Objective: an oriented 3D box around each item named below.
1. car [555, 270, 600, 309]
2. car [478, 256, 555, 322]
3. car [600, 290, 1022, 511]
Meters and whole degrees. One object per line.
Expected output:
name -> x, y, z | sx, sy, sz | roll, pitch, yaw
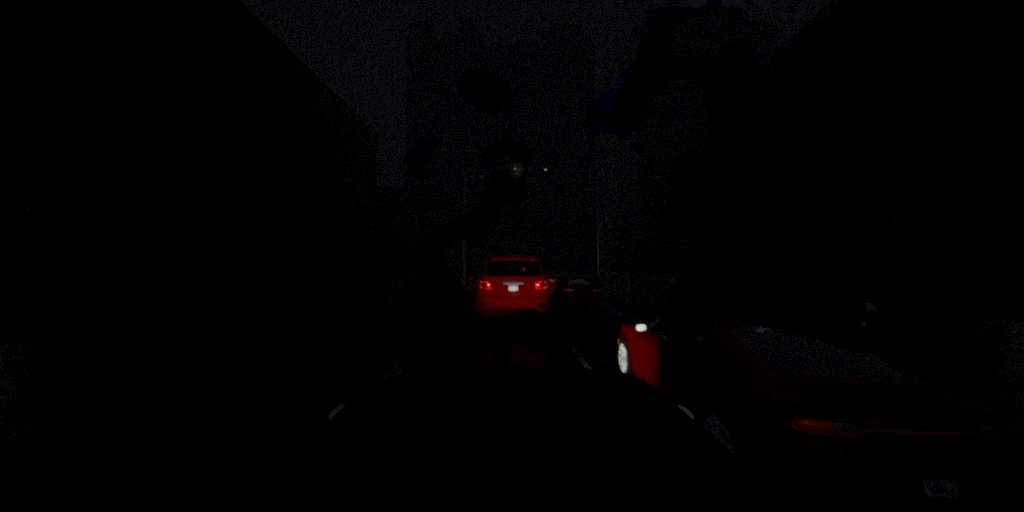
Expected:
car -> 2.637, 1.417, 15.316 | 1.802, 1.307, 4.207 | 0, 0, 0
car -> 0.080, 1.034, 12.631 | 2.150, 2.045, 5.566 | 0, -1, 1
car -> 2.638, 1.311, 4.440 | 1.888, 1.381, 4.507 | 0, 0, 0
